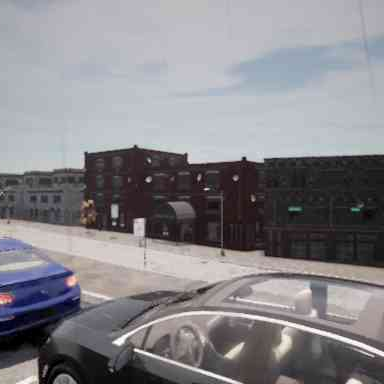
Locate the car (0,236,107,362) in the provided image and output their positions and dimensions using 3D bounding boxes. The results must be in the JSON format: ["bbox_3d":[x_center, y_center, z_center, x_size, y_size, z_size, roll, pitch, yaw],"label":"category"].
[{"bbox_3d":[-3.933,1.533,5.964,4.674,1.452,2.002,0,0,35],"label":"car"}]
